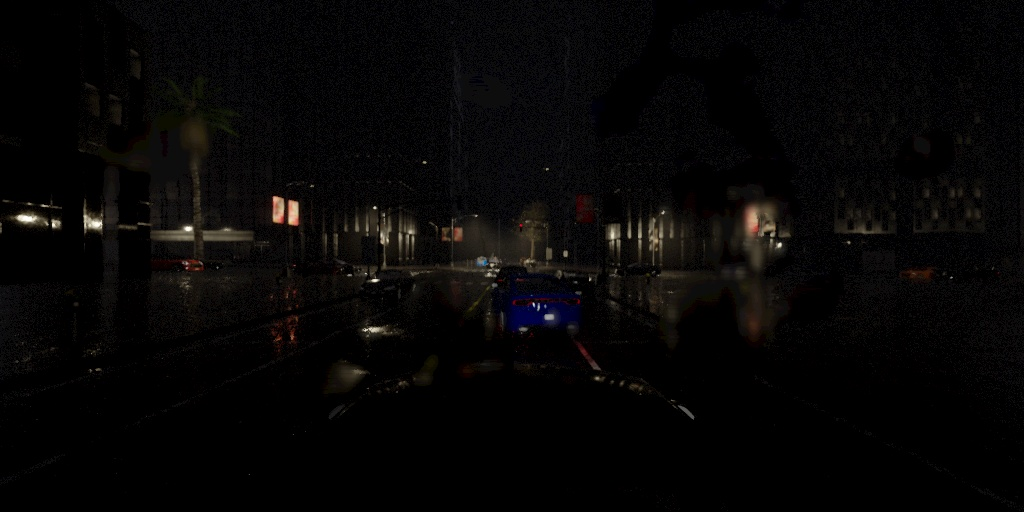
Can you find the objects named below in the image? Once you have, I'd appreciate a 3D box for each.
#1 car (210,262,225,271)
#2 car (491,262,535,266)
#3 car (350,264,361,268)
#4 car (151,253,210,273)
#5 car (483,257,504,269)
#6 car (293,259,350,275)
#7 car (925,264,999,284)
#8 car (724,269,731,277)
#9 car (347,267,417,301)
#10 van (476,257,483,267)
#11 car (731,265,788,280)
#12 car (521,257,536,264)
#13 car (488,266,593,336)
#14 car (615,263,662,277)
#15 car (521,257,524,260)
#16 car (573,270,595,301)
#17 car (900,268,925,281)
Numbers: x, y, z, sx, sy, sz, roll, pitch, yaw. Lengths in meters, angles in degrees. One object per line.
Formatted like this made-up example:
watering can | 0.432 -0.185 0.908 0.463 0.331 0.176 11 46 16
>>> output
car | -31.660 0.824 35.901 4.718 1.301 1.895 1 0 0
car | 0.075 1.258 18.270 1.837 1.490 4.892 0 0 0
car | -17.969 1.010 35.848 5.357 1.411 2.033 1 0 0
car | -30.916 0.580 32.650 4.553 1.767 2.097 1 0 0
car | -2.883 1.262 56.432 2.128 1.511 4.902 0 0 2
car | -17.493 1.029 32.596 4.181 1.385 1.994 1 0 0
car | 49.162 1.919 38.956 5.566 2.045 2.150 1 0 0
car | 27.589 1.834 42.379 4.674 1.442 1.812 1 0 0
car | -5.755 1.303 17.069 2.007 1.370 4.403 0 0 0
van | -5.494 1.116 64.836 1.690 1.789 3.998 0 0 1
car | 27.315 1.786 39.130 4.902 1.511 2.128 1 0 0
car | 2.979 1.322 59.244 2.007 1.370 4.403 0 0 1
car | 0.496 1.229 10.547 1.882 1.535 5.008 0 0 -8
car | 13.762 1.534 39.166 4.902 1.511 2.128 1 0 -1
car | 3.033 1.301 64.927 1.751 1.417 4.829 0 0 1
car | 2.770 1.303 17.061 2.007 1.370 4.403 0 0 0
car | 48.841 2.194 42.211 5.008 1.535 1.882 1 0 0
